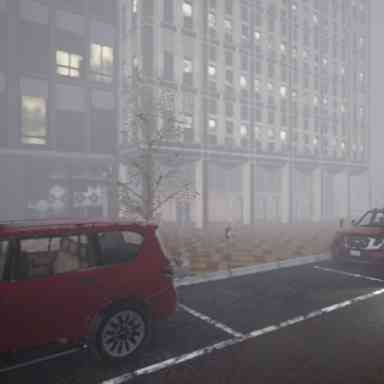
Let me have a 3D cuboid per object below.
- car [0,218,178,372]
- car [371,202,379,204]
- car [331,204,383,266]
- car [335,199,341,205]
[{"bbox_3d":[-2.527,1.319,4.314,5.009,1.841,2.192,1,-1,-36],"label":"car"},{"bbox_3d":[23.898,2.029,42.746,1.752,1.417,4.829,0,0,-36],"label":"car"},{"bbox_3d":[6.667,1.440,10.877,5.009,1.841,2.192,1,-1,-36],"label":"car"},{"bbox_3d":[23.877,1.893,56.619,1.967,1.590,4.097,0,0,-36],"label":"car"}]
